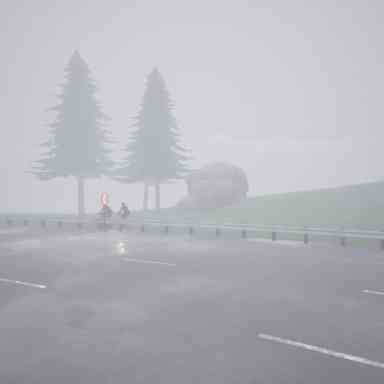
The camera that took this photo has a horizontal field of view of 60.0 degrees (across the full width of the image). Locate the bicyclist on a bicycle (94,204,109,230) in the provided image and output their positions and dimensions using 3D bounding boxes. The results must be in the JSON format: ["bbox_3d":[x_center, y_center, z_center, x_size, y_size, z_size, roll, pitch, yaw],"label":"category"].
[{"bbox_3d":[-5.126,1.422,19.698,0.582,1.620,1.656,0,-4,36],"label":"bicyclist on a bicycle"}]

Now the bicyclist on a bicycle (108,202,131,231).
[{"bbox_3d":[-3.947,1.436,19.307,0.582,1.620,1.656,0,-5,23],"label":"bicyclist on a bicycle"}]
